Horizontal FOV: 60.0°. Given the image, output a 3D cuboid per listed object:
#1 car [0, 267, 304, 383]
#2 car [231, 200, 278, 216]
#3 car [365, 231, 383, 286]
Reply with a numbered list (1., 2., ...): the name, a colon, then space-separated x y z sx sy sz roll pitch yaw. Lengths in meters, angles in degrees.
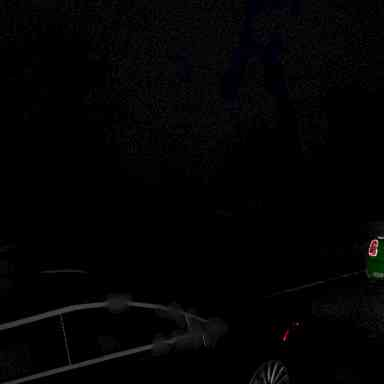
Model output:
1. car: -0.998 1.491 3.014 4.902 1.511 2.128 0 0 -36
2. car: 6.029 1.481 32.718 1.882 1.535 5.008 0 0 -39
3. car: 6.320 1.352 8.204 4.553 1.767 2.097 0 0 -35
